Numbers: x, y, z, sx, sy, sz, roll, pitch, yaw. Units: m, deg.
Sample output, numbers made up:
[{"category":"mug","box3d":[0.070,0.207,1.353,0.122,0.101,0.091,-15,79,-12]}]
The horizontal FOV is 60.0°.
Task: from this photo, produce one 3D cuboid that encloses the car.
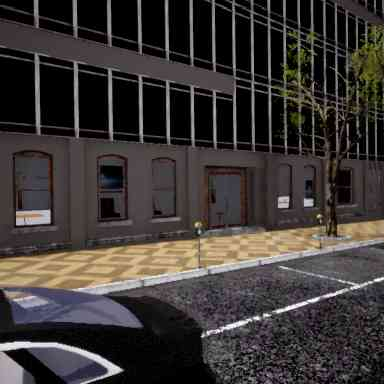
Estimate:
[{"category":"car","box3d":[-2.080,1.492,1.897,4.902,1.511,2.128,0,0,-35]}]
